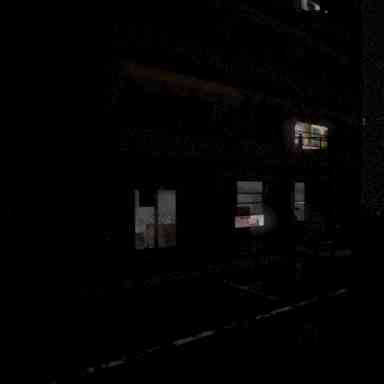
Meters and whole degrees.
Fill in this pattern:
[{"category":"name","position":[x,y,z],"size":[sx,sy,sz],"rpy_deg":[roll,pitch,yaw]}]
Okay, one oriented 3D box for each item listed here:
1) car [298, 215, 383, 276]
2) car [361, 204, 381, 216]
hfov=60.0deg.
[{"category":"car","position":[5.071,1.581,10.257],"size":[4.206,1.307,1.802],"rpy_deg":[0,0,-36]},{"category":"car","position":[16.065,1.800,33.189],"size":[2.128,1.511,4.902],"rpy_deg":[0,-1,-36]}]
